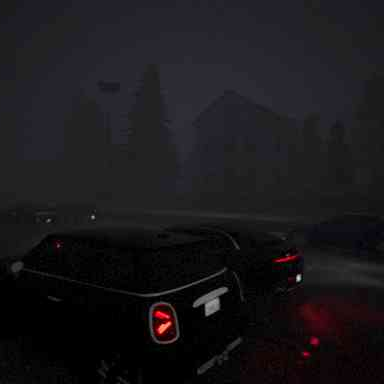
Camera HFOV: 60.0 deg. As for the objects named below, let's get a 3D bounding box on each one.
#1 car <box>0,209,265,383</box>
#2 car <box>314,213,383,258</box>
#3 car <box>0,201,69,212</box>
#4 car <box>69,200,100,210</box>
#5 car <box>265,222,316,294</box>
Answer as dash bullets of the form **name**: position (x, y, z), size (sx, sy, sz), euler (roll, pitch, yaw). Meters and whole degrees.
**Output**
- **car**: position (-1.494, 1.320, 5.058), size (4.553, 1.767, 2.097), euler (1, 0, 36)
- **car**: position (5.953, 1.507, 12.644), size (4.674, 1.442, 1.812), euler (1, 0, 36)
- **car**: position (-9.802, 1.340, 19.584), size (4.902, 1.511, 2.128), euler (1, 0, 36)
- **car**: position (-8.354, 1.348, 22.851), size (4.892, 1.490, 1.837), euler (1, 0, 36)
- **car**: position (0.199, 1.470, 8.151), size (4.892, 1.490, 1.837), euler (1, 0, 36)
